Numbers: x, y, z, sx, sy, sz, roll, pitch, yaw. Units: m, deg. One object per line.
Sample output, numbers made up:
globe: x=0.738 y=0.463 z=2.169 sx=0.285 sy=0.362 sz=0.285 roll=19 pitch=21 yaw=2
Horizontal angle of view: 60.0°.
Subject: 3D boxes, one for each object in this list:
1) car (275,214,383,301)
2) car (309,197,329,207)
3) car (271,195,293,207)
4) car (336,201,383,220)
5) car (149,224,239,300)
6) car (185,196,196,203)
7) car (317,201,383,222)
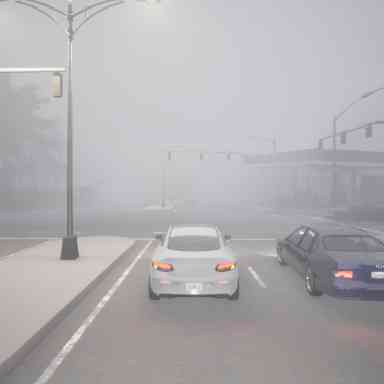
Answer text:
car: x=3.515 y=1.545 z=8.524 sx=2.033 sy=1.411 sz=5.357 roll=0 pitch=0 yaw=3
car: x=18.651 y=1.433 z=48.642 sx=1.970 sy=1.475 sz=3.806 roll=0 pitch=0 yaw=0
car: x=12.911 y=1.261 z=47.843 sx=2.242 sy=1.667 sz=4.611 roll=0 pitch=0 yaw=0
car: x=14.761 y=1.523 z=27.708 sx=4.674 sy=1.442 sz=1.812 roll=0 pitch=0 yaw=-1
car: x=0.036 y=1.516 z=8.218 sx=1.812 sy=1.442 sz=4.674 roll=0 pitch=0 yaw=0
car: x=-0.296 y=1.439 z=65.730 sx=1.812 sy=1.442 sz=4.674 roll=0 pitch=0 yaw=0
car: x=12.241 y=1.544 z=23.956 sx=5.357 sy=1.411 sz=2.033 roll=0 pitch=0 yaw=-1
